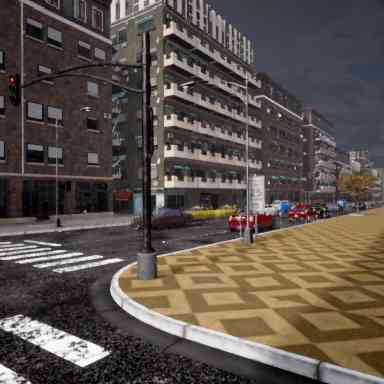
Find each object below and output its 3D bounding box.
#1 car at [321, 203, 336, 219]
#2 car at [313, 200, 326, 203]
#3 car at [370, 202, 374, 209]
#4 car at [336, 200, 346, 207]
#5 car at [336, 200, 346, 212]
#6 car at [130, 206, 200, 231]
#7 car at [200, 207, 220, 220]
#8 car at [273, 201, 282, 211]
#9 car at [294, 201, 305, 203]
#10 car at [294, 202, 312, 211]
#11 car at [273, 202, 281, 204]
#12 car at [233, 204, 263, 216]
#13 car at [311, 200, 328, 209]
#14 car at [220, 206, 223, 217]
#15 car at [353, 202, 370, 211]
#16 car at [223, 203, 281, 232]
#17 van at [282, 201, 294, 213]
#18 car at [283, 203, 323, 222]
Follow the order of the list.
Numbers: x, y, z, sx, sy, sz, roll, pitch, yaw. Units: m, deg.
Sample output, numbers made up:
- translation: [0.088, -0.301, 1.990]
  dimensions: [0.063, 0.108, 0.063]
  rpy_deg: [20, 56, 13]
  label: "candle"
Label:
- translation: [13.786, 2.141, 36.120]
  dimensions: [1.947, 1.339, 4.313]
  rpy_deg: [-2, -2, 35]
  label: "car"
- translation: [17.621, 2.267, 46.077]
  dimensions: [1.837, 1.490, 4.892]
  rpy_deg: [-1, -1, 35]
  label: "car"
- translation: [36.397, 2.745, 68.563]
  dimensions: [2.008, 1.369, 4.403]
  rpy_deg: [-2, -2, 35]
  label: "car"
- translation: [39.166, 2.883, 87.162]
  dimensions: [1.690, 1.788, 3.998]
  rpy_deg: [-2, -2, 35]
  label: "car"
- translation: [23.425, 2.468, 54.417]
  dimensions: [2.033, 1.411, 5.357]
  rpy_deg: [-1, -1, 36]
  label: "car"
- translation: [-1.928, 1.878, 23.616]
  dimensions: [2.033, 1.411, 5.357]
  rpy_deg: [-1, -1, 35]
  label: "car"
- translation: [0.404, 2.002, 31.462]
  dimensions: [1.752, 1.417, 4.829]
  rpy_deg: [-2, -2, 35]
  label: "car"
- translation: [10.192, 2.289, 45.505]
  dimensions: [1.887, 1.381, 4.507]
  rpy_deg: [-2, -2, 35]
  label: "car"
- translation: [16.652, 2.361, 54.777]
  dimensions: [1.967, 1.590, 4.097]
  rpy_deg: [-2, -2, 35]
  label: "car"
- translation: [19.884, 2.554, 59.409]
  dimensions: [1.887, 1.381, 4.507]
  rpy_deg: [-2, -2, 35]
  label: "car"
- translation: [8.160, 2.131, 38.047]
  dimensions: [1.812, 1.442, 4.674]
  rpy_deg: [-1, -1, 35]
  label: "car"
- translation: [6.963, 2.222, 40.870]
  dimensions: [1.947, 1.339, 4.313]
  rpy_deg: [-2, -2, 35]
  label: "car"
- translation: [26.342, 2.501, 68.685]
  dimensions: [2.192, 1.841, 5.009]
  rpy_deg: [-2, -2, 35]
  label: "car"
- translation: [3.635, 2.091, 36.096]
  dimensions: [1.752, 1.417, 4.829]
  rpy_deg: [-2, -2, 35]
  label: "car"
- translation: [29.937, 2.583, 59.293]
  dimensions: [1.947, 1.339, 4.313]
  rpy_deg: [-2, -2, 35]
  label: "car"
- translation: [4.093, 1.751, 22.219]
  dimensions: [1.967, 1.590, 4.097]
  rpy_deg: [-2, -2, 35]
  label: "car"
- translation: [13.421, 2.174, 50.145]
  dimensions: [1.690, 1.788, 3.998]
  rpy_deg: [-2, -2, 35]
  label: "van"
- translation: [10.555, 2.032, 31.486]
  dimensions: [1.887, 1.381, 4.507]
  rpy_deg: [-2, -2, 35]
  label: "car"
